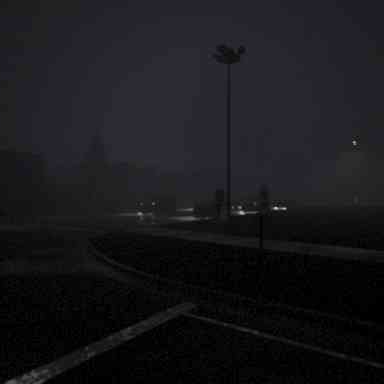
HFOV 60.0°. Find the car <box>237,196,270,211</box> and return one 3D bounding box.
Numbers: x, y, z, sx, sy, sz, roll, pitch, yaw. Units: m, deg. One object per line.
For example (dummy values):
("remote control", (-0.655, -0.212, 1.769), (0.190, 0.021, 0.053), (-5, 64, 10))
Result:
("car", (7.623, 1.298, 39.861), (2.097, 1.767, 4.553), (0, 0, 35))

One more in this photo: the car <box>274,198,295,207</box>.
("car", (13.351, 1.509, 48.045), (1.994, 1.385, 4.181), (0, 0, 35))

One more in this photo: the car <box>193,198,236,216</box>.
("car", (1.996, 1.424, 31.807), (1.882, 1.535, 5.008), (0, 0, 35))

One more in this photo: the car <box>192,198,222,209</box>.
("car", (2.060, 1.487, 44.118), (1.994, 1.385, 4.181), (0, 0, 35))

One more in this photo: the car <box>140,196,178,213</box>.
("car", (-3.551, 1.276, 36.083), (2.097, 1.767, 4.553), (0, 0, 35))
